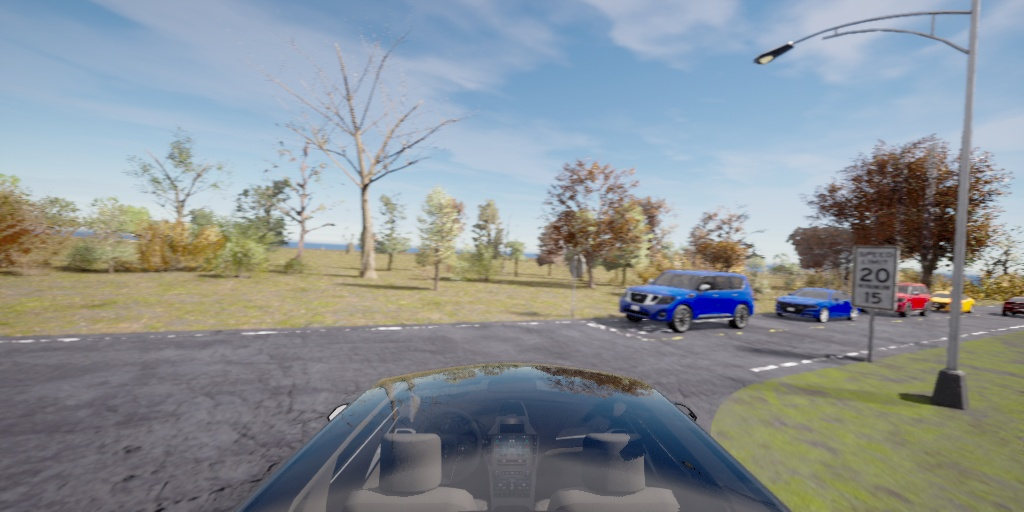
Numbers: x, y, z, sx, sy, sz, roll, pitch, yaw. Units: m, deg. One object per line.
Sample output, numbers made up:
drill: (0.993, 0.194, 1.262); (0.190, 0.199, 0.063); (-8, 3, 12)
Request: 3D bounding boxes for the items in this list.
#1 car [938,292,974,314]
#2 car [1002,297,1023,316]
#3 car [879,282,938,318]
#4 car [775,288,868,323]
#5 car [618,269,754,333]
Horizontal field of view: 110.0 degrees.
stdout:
car: (33.466, 3.532, 27.545); (5.008, 1.535, 1.882); (4, 0, -28)
car: (39.690, 3.932, 27.572); (5.008, 1.535, 1.882); (4, 0, -28)
car: (24.129, 2.671, 22.603); (5.566, 2.045, 2.150); (3, 0, -28)
car: (15.231, 2.354, 17.867); (5.008, 1.535, 1.882); (4, 0, -28)
car: (6.551, 1.533, 13.243); (5.566, 2.045, 2.150); (4, 0, -28)
